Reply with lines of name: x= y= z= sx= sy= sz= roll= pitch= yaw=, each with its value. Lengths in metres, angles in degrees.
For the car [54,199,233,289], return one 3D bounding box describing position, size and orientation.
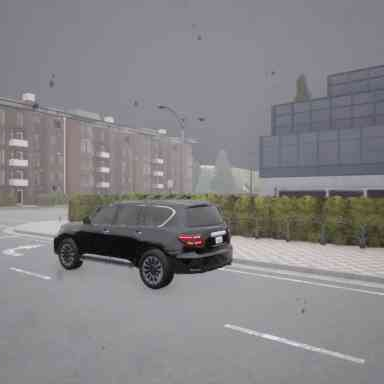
car: x=-1.552 y=1.221 z=9.387 sx=5.566 sy=2.045 sz=2.150 roll=0 pitch=0 yaw=35
